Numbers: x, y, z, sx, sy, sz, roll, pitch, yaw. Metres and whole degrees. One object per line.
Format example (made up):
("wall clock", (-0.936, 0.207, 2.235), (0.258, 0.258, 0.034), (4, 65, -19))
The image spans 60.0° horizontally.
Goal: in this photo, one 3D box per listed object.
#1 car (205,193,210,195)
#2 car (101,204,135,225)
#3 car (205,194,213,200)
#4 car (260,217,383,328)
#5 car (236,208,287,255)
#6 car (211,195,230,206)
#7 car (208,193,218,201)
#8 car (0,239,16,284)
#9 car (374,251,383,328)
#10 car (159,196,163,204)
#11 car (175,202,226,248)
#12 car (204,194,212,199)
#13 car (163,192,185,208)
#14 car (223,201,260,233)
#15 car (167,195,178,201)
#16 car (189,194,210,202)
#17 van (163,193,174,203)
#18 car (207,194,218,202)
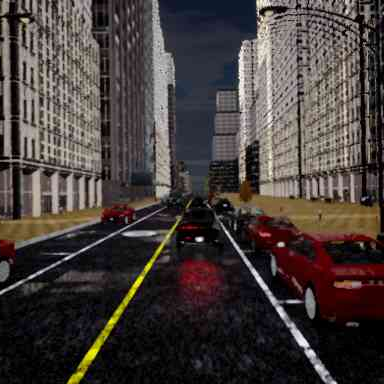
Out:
("car", (3.730, 0.999, 58.023), (2.192, 1.841, 5.009), (-1, 0, 1))
("car", (-5.245, 1.531, 24.067), (1.887, 1.381, 4.507), (-1, 0, 1))
("car", (4.134, 1.170, 80.777), (1.802, 1.307, 4.206), (-1, 0, 1))
("car", (2.832, 1.463, 6.832), (1.887, 1.381, 4.507), (-1, 0, 1))
("car", (2.933, 1.473, 12.520), (1.802, 1.307, 4.206), (-1, 0, 1))
("car", (3.333, 1.352, 35.271), (1.947, 1.339, 4.313), (-1, 0, 1))
("car", (3.535, 1.259, 46.818), (1.752, 1.417, 4.829), (-1, 0, 1))
("car", (-5.546, 1.611, 7.002), (1.887, 1.381, 4.507), (-1, 0, 1))
("car", (2.730, 1.386, 1.143), (1.967, 1.590, 4.097), (-1, 0, 1))
("car", (-4.645, 1.383, 58.196), (2.008, 1.369, 4.403), (-1, 0, 1))
("car", (0.327, 1.435, 14.482), (1.837, 1.490, 4.892), (-1, 1, 1))
("car", (4.233, 1.110, 86.464), (1.887, 1.381, 4.507), (-1, 0, 1))
("car", (-2.194, 1.064, 45.228), (2.150, 2.045, 5.566), (-1, 0, 1))
("car", (3.032, 1.415, 18.208), (2.008, 1.369, 4.403), (-1, 0, 1))
("car", (-4.345, 1.311, 75.261), (2.008, 1.369, 4.403), (-1, 0, 1))
("car", (0.769, 1.328, 37.415), (1.837, 1.490, 4.892), (-1, 0, 1))
("van", (-4.547, 1.149, 63.883), (1.690, 1.788, 3.998), (-1, 0, 1))
("car", (3.833, 1.204, 63.712), (1.887, 1.381, 4.507), (-1, 0, 1))
